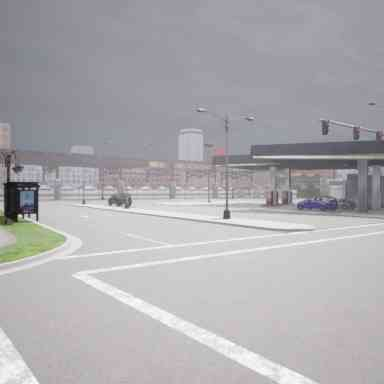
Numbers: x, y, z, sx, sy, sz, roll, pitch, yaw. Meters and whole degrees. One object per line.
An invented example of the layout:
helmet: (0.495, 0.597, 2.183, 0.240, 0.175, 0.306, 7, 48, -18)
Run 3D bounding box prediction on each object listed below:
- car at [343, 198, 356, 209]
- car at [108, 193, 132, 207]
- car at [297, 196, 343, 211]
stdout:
car: (18.626, 1.456, 42.267, 1.970, 1.475, 3.806, 0, 0, -35)
car: (-11.338, 1.222, 52.244, 2.150, 2.045, 5.566, 0, 0, -35)
car: (14.352, 1.295, 38.353, 2.242, 1.667, 4.611, 0, 0, -35)
